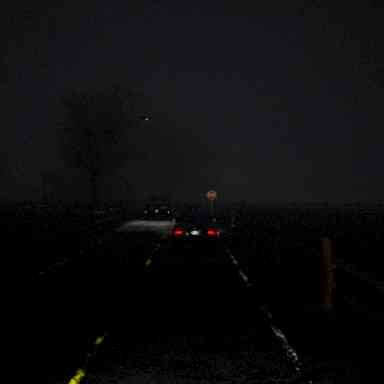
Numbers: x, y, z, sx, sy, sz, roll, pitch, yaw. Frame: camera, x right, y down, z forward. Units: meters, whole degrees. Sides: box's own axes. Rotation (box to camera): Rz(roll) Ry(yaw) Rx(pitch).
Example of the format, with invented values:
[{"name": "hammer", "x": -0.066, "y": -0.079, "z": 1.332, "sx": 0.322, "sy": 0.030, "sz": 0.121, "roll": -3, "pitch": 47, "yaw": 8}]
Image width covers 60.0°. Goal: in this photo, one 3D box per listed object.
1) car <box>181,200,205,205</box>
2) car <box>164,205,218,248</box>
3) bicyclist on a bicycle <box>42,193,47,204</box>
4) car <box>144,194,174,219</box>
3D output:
[{"name": "car", "x": 0.091, "y": 1.427, "z": 27.909, "sx": 1.882, "sy": 1.535, "sz": 5.008, "roll": 0, "pitch": 0, "yaw": 0}, {"name": "car", "x": 0.101, "y": 1.521, "z": 14.557, "sx": 2.033, "sy": 1.411, "sz": 5.357, "roll": 0, "pitch": 0, "yaw": 0}, {"name": "bicyclist on a bicycle", "x": -22.006, "y": 1.036, "z": 49.700, "sx": 0.582, "sy": 1.620, "sz": 1.656, "roll": 1, "pitch": 0, "yaw": 2}, {"name": "car", "x": -2.778, "y": 1.172, "z": 29.095, "sx": 2.150, "sy": 2.045, "sz": 5.566, "roll": 0, "pitch": 0, "yaw": 0}]
